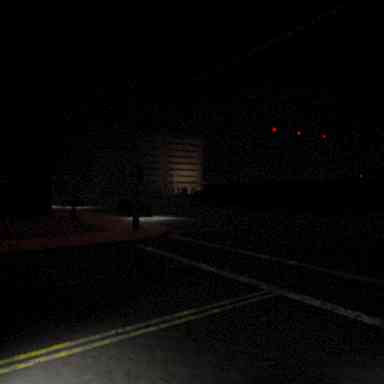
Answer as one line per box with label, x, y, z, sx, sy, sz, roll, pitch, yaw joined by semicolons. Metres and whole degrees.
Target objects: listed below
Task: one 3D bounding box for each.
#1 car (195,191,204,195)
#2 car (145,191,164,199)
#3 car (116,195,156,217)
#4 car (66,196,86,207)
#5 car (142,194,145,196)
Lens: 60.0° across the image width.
car;2.113;0.762;65.815;3.866;1.878;1.905;-1;0;-34
car;-8.891;0.757;82.063;3.866;1.878;1.905;-1;0;-34
car;-5.332;1.348;30.209;1.882;1.535;5.008;-1;0;-33
car;-16.956;1.336;48.491;1.882;1.535;5.008;-1;0;-32
car;-10.464;0.753;84.493;4.605;1.855;1.932;-1;0;-34
